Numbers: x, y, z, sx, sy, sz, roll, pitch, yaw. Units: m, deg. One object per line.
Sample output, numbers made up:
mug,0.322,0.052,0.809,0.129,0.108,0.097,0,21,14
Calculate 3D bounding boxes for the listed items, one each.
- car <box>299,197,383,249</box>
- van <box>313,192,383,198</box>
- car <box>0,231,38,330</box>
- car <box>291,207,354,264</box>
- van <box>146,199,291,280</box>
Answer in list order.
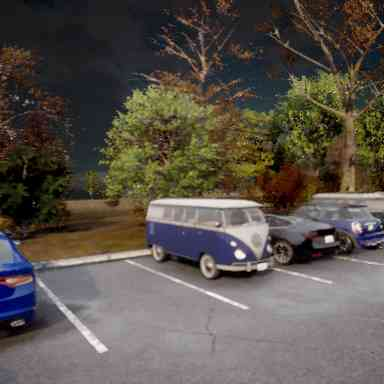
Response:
car,4.834,1.212,13.001,2.185,1.767,4.553,-1,1,-35
van,7.145,1.066,14.833,1.878,1.987,4.442,-1,1,-35
car,-4.383,1.480,6.460,2.097,1.535,5.008,0,0,-35
car,2.603,1.409,11.487,2.163,1.488,4.792,-1,1,-36
van,0.387,1.198,9.722,1.878,1.987,4.442,-1,1,-35
